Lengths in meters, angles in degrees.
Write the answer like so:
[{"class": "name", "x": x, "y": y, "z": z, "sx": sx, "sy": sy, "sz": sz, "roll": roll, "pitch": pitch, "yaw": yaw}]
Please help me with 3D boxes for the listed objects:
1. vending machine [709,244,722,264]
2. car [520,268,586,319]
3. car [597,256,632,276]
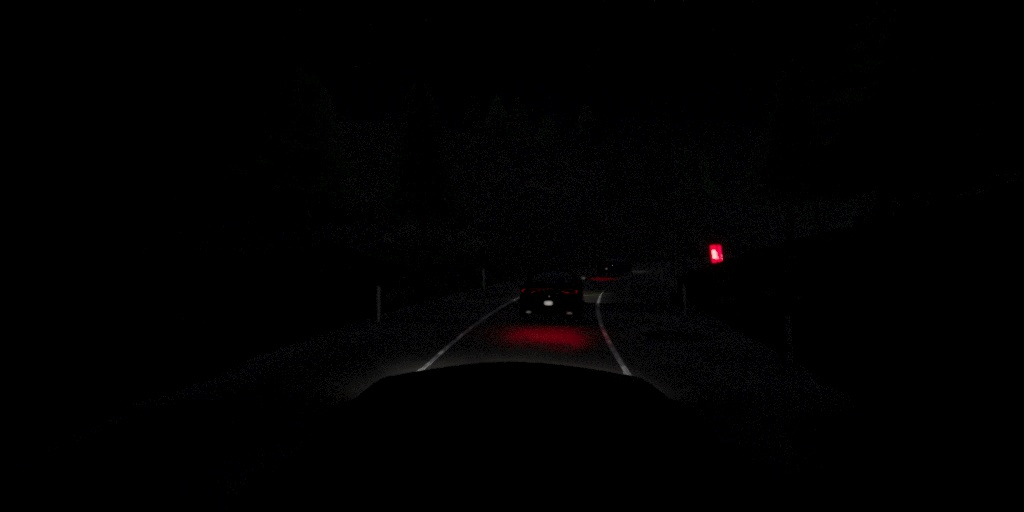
[{"class": "vending machine", "x": 21.708, "y": -0.224, "z": 38.029, "sx": 0.880, "sy": 2.100, "sz": 1.100, "roll": 0, "pitch": 0, "yaw": -41}, {"class": "car", "x": 1.509, "y": 1.136, "z": 12.480, "sx": 1.882, "sy": 1.535, "sz": 5.008, "roll": 0, "pitch": 1, "yaw": 11}, {"class": "car", "x": 8.527, "y": 0.748, "z": 29.704, "sx": 1.882, "sy": 1.535, "sz": 5.008, "roll": -1, "pitch": 1, "yaw": 31}]
